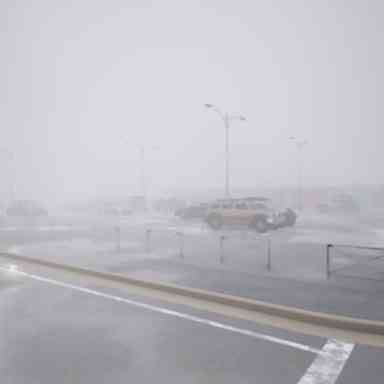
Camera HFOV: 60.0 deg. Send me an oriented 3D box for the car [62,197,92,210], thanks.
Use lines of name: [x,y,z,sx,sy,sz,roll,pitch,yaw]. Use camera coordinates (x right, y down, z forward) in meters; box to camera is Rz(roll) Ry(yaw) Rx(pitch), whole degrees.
car: [-16.690,1.819,47.427,3.806,1.475,1.970,-1,0,36]

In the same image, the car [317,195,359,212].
car: [16.172,1.292,37.301,3.866,1.878,1.905,-1,0,36]

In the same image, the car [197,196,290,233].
car: [2.907,1.259,19.105,4.605,1.855,1.932,-1,0,36]

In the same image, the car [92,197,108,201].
car: [-14.986,1.792,49.767,3.905,1.438,1.784,-1,0,36]

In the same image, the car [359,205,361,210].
car: [17.886,1.535,39.633,3.806,1.475,1.970,-1,0,36]

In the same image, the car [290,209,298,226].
car: [4.654,1.265,21.413,3.866,1.878,1.905,-1,0,36]

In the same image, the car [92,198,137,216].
car: [-7.874,1.671,33.877,3.806,1.475,1.970,-1,0,36]

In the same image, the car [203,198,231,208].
car: [3.752,1.666,49.896,3.905,1.438,1.784,-1,0,36]

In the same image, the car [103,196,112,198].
car: [-13.449,1.585,51.968,4.605,1.855,1.932,-1,0,36]

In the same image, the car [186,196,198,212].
car: [1.995,1.452,47.593,4.605,1.855,1.932,-1,0,36]
